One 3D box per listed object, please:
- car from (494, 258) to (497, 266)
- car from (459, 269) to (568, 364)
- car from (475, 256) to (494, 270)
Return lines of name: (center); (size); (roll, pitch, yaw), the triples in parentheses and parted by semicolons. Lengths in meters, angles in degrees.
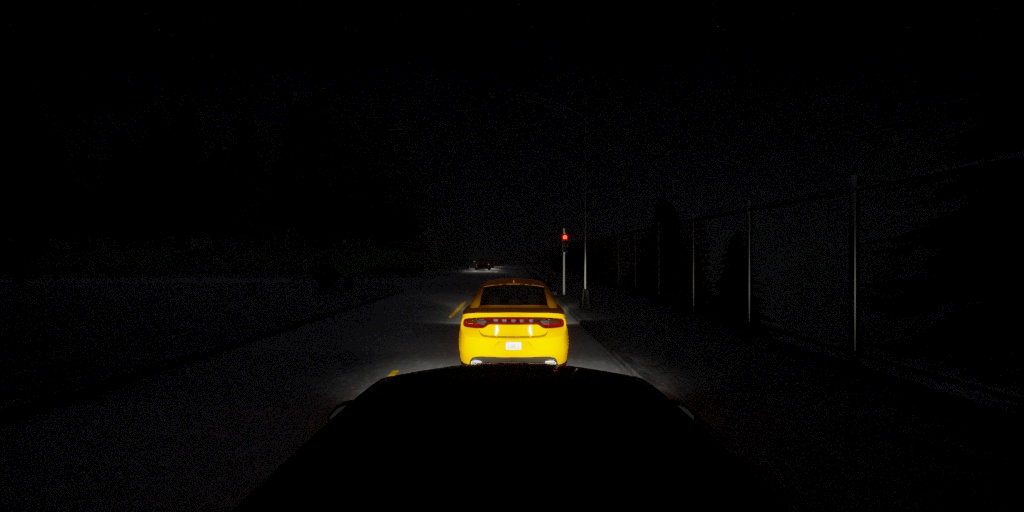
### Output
car: (-4.108, 1.351, 62.224); (1.895, 1.301, 4.718); (0, 0, 0)
car: (0.043, 1.228, 7.979); (1.882, 1.535, 5.008); (0, 0, 0)
car: (-4.122, 1.102, 51.948); (2.097, 1.767, 4.553); (0, 0, 0)
